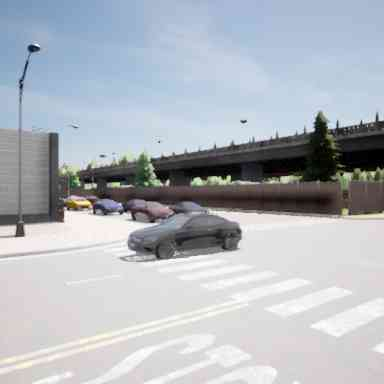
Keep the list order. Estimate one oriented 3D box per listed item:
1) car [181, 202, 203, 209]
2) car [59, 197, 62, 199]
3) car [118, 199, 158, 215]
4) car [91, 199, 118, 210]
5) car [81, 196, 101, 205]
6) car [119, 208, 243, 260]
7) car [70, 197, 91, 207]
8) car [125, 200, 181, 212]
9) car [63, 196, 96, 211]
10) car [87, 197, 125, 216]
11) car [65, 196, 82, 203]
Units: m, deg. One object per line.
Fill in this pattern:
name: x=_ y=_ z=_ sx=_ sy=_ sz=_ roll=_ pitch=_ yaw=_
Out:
car: x=-0.364 y=1.512 z=27.439 sx=1.994 sy=1.385 sz=4.181 roll=0 pitch=0 yaw=-36
car: x=-19.822 y=1.495 z=48.707 sx=2.033 sy=1.411 sz=5.357 roll=0 pitch=0 yaw=-35
car: x=-5.732 y=1.496 z=34.953 sx=2.033 sy=1.411 sz=5.357 roll=0 pitch=0 yaw=-35
car: x=-11.304 y=1.549 z=42.761 sx=1.895 sy=1.301 sz=4.718 roll=0 pitch=0 yaw=-35
car: x=-17.653 y=1.427 z=57.959 sx=1.882 sy=1.535 sz=5.008 roll=0 pitch=0 yaw=-36
car: x=-0.111 y=1.526 z=12.522 sx=4.674 sy=1.442 sz=1.812 roll=0 pitch=0 yaw=-35
car: x=-17.267 y=1.474 z=51.201 sx=1.812 sy=1.442 sz=4.674 roll=0 pitch=0 yaw=-35
car: x=-3.093 y=1.473 z=25.237 sx=1.812 sy=1.442 sz=4.674 roll=0 pitch=0 yaw=-36
car: x=-13.654 y=1.425 z=40.015 sx=1.882 sy=1.535 sz=5.008 roll=0 pitch=0 yaw=-35
car: x=-8.309 y=1.473 z=32.544 sx=1.812 sy=1.442 sz=4.674 roll=0 pitch=0 yaw=-36
car: x=-23.582 y=1.474 z=66.075 sx=1.812 sy=1.442 sz=4.674 roll=0 pitch=0 yaw=-36
